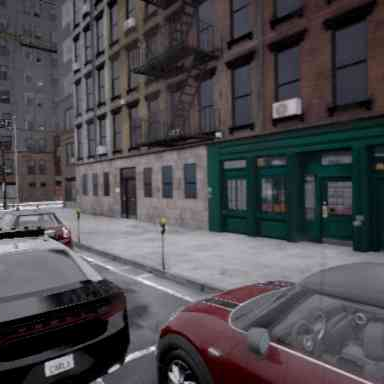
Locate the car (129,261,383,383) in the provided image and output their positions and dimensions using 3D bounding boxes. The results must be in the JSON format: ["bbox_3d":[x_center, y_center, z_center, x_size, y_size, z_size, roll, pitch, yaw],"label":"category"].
[{"bbox_3d":[1.393,1.332,2.712,1.967,1.590,4.097,-3,2,-39],"label":"car"}]

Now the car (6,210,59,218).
[{"bbox_3d":[-5.603,1.304,11.229,1.967,1.590,4.097,-3,2,-39],"label":"car"}]

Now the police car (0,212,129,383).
[{"bbox_3d":[-2.850,1.366,5.024,1.930,1.638,5.238,-2,2,-39],"label":"police car"}]
